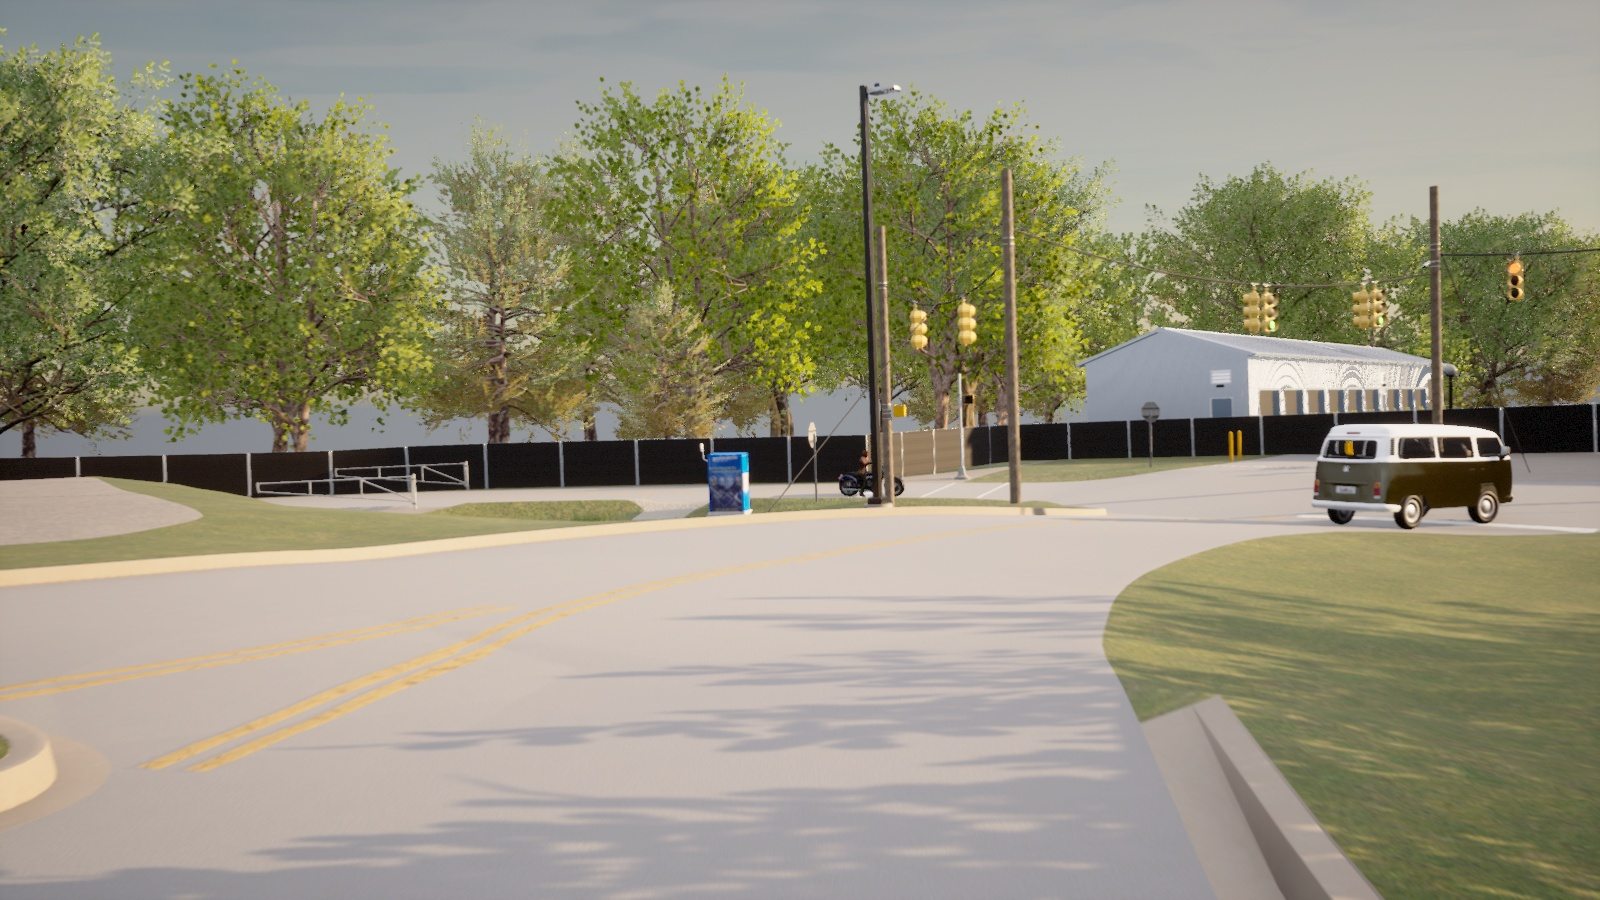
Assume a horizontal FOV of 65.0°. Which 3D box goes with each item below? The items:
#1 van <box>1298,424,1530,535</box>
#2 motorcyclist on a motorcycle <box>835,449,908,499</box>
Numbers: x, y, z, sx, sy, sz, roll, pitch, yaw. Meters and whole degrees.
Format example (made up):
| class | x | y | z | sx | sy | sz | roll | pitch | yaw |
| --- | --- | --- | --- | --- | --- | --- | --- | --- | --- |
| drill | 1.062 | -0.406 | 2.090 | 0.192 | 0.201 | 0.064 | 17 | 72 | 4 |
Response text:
| class | x | y | z | sx | sy | sz | roll | pitch | yaw |
| --- | --- | --- | --- | --- | --- | --- | --- | --- | --- |
| van | 12.439 | 0.511 | 25.397 | 4.480 | 2.038 | 2.069 | -1 | 2 | -30 |
| motorcyclist on a motorcycle | 2.440 | 0.819 | 42.954 | 2.350 | 1.649 | 0.766 | 0 | 3 | 19 |
